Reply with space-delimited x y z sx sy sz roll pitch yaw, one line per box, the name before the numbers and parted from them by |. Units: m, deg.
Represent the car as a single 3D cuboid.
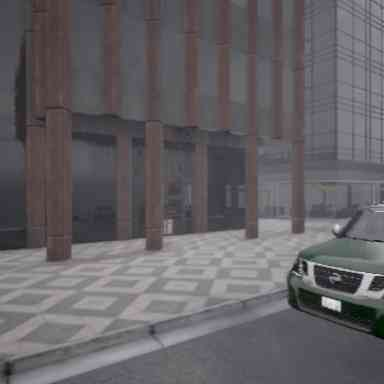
car | 4.282 1.215 6.417 5.566 2.045 2.150 -1 1 -35
